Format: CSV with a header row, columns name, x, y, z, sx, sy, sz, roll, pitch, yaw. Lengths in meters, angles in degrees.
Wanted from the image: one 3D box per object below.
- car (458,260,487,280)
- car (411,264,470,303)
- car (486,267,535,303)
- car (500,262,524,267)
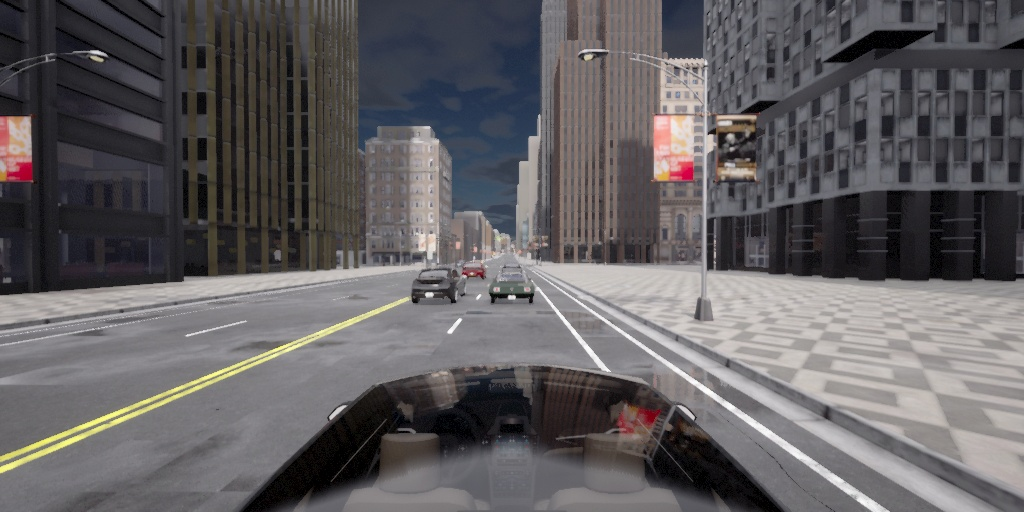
name,x,y,z,sx,sy,sz,roll,pitch,yaw
car,-3.249,1.271,31.506,1.882,1.535,5.008,0,0,0
car,-3.250,1.272,16.504,1.837,1.490,4.892,0,0,0
car,0.000,1.372,16.533,1.895,1.301,4.718,0,0,0
car,0.001,1.281,31.506,2.128,1.511,4.902,0,0,0
